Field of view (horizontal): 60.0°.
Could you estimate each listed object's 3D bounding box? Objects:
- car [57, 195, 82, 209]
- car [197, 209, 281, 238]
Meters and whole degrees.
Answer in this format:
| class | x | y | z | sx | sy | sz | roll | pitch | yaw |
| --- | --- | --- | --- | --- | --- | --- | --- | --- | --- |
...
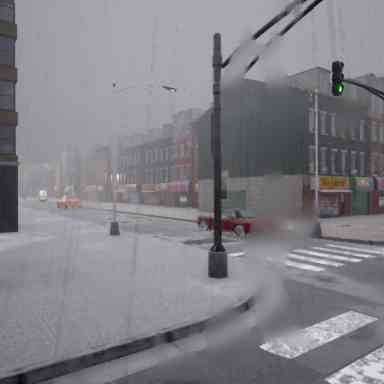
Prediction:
| class | x | y | z | sx | sy | sz | roll | pitch | yaw |
| --- | --- | --- | --- | --- | --- | --- | --- | --- | --- |
| car | -15.962 | 1.205 | 43.076 | 2.097 | 1.767 | 4.553 | 0 | 0 | -36 |
| car | 2.270 | 1.554 | 17.681 | 1.895 | 1.301 | 4.718 | 0 | 0 | -36 |
